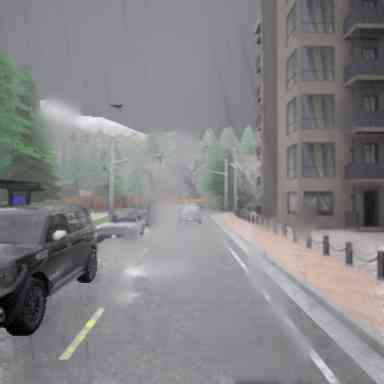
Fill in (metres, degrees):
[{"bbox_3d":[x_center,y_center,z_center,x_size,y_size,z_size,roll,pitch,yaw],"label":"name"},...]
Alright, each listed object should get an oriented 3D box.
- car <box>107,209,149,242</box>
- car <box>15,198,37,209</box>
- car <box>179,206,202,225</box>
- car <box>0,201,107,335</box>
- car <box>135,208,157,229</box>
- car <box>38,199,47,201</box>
[{"bbox_3d":[-3.730,1.839,18.041,1.895,1.301,4.718,0,-1,0],"label":"car"},{"bbox_3d":[-28.001,1.910,56.343,1.905,1.878,3.866,0,-1,-2],"label":"car"},{"bbox_3d":[-0.128,1.887,27.677,1.812,1.442,4.674,0,-1,0],"label":"car"},{"bbox_3d":[-3.674,1.322,7.246,2.150,2.045,5.566,0,-1,-1],"label":"car"},{"bbox_3d":[-3.700,1.885,24.400,1.994,1.385,4.181,0,-1,0],"label":"car"},{"bbox_3d":[-25.500,1.913,56.811,1.932,1.855,4.605,0,-1,-2],"label":"car"}]
